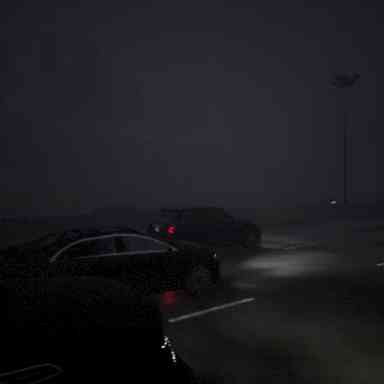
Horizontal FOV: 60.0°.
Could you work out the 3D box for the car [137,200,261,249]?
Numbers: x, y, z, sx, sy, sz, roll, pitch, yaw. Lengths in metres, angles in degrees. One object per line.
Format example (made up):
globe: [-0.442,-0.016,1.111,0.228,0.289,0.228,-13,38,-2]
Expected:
car: [0.531,1.310,12.720,4.553,1.767,2.097,0,0,-35]

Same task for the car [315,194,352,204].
car: [18.282,1.358,43.632,5.357,1.411,2.033,0,0,-38]

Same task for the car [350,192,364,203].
car: [29.053,0.958,57.736,5.566,2.045,2.150,0,0,-43]

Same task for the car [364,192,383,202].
car: [26.428,1.001,45.868,5.566,2.045,2.150,-1,0,-40]

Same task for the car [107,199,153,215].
car: [-6.278,1.473,33.932,4.181,1.385,1.994,0,0,-36]

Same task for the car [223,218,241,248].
car: [-1.579,1.474,6.919,4.902,1.511,2.128,0,0,-36]

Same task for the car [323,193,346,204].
car: [25.238,1.096,58.933,4.553,1.767,2.097,0,0,-43]

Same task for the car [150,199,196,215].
car: [-1.857,1.465,32.811,4.181,1.385,1.994,0,0,-36]

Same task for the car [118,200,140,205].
car: [-5.268,1.493,21.730,5.357,1.411,2.033,0,0,-36]

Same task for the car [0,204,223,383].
car: [-2.667,1.224,1.859,5.566,2.045,2.150,0,0,-35]
